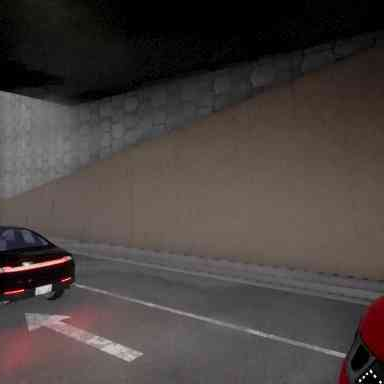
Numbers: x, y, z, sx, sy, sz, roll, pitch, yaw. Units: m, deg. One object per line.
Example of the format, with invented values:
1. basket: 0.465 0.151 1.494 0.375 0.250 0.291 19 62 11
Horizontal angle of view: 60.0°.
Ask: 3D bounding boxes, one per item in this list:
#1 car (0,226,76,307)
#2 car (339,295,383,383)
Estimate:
1. car: -4.557 1.492 7.222 4.902 1.511 2.128 0 0 36
2. car: 3.618 1.221 1.362 5.566 2.045 2.150 0 0 35
